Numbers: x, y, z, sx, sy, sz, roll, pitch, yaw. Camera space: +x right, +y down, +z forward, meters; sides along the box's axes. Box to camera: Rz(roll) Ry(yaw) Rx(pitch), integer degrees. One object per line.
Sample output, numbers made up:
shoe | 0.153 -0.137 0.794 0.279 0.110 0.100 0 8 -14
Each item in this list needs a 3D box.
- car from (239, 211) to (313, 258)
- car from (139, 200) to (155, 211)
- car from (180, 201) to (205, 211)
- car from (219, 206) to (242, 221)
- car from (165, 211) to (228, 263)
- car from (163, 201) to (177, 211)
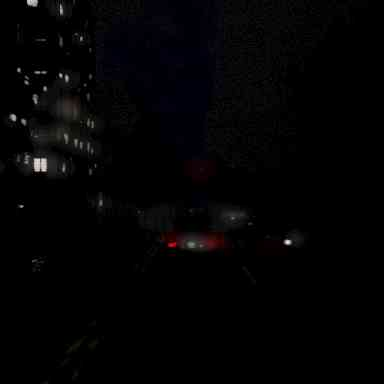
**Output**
car | 3.282 1.697 13.352 1.994 1.385 4.181 0 0 0
car | -6.473 2.000 48.570 1.837 1.490 4.892 0 -1 0
car | 0.045 1.635 28.420 2.097 1.767 4.553 0 -1 0
car | 3.291 1.883 28.254 1.895 1.301 4.718 0 -1 0
car | 0.021 1.672 12.511 2.033 1.411 5.357 0 -1 0
car | -3.213 2.051 49.518 2.033 1.411 5.357 0 -1 0
